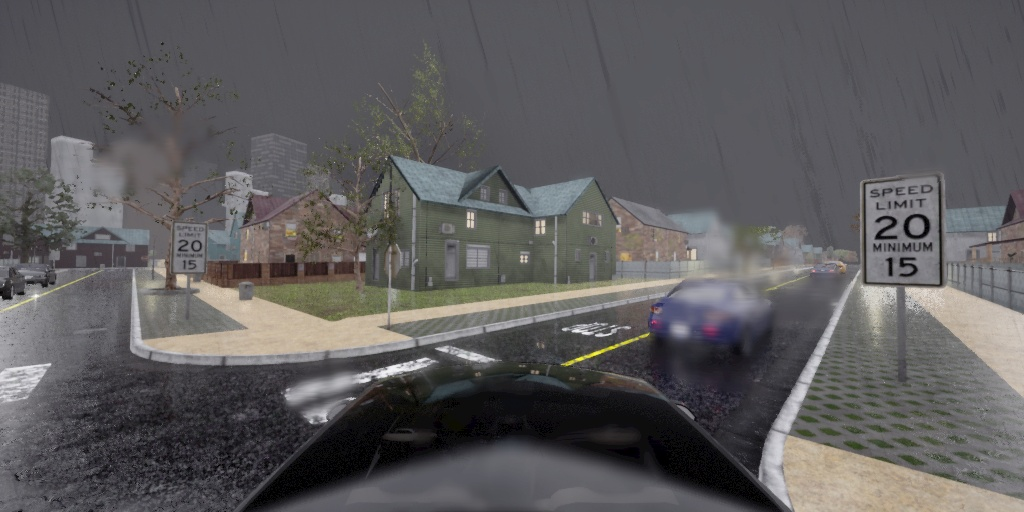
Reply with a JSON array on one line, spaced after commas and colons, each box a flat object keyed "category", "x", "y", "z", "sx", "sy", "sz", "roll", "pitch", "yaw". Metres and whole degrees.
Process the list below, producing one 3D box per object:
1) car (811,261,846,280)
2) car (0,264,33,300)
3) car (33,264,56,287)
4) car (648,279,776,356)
[{"category": "car", "x": 27.675, "y": 1.304, "z": 31.559, "sx": 5.357, "sy": 1.411, "sz": 2.033, "roll": 0, "pitch": 0, "yaw": -45}, {"category": "car", "x": -24.616, "y": 1.239, "z": 16.815, "sx": 4.892, "sy": 1.490, "sz": 1.837, "roll": 0, "pitch": -2, "yaw": 43}, {"category": "car", "x": -31.946, "y": 1.259, "z": 23.773, "sx": 4.902, "sy": 1.511, "sz": 2.128, "roll": 0, "pitch": -2, "yaw": 43}, {"category": "car", "x": 4.905, "y": 1.273, "z": 8.637, "sx": 1.812, "sy": 1.442, "sz": 4.674, "roll": -1, "pitch": 0, "yaw": 45}]
